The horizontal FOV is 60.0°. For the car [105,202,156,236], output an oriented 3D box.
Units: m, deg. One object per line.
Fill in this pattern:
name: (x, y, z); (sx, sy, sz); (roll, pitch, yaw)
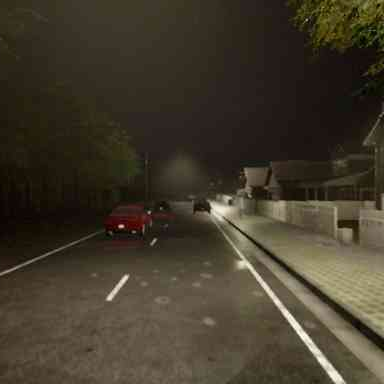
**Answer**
car: (-3.400, 1.508, 18.506); (1.882, 1.535, 5.008); (0, 0, 0)

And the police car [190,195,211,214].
police car: (1.050, 1.490, 36.145); (1.930, 1.638, 5.238); (0, 0, 0)

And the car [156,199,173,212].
car: (-3.395, 1.574, 39.215); (1.837, 1.490, 4.892); (0, 0, 0)

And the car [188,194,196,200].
car: (-0.002, 1.329, 88.852); (2.033, 1.411, 5.357); (0, 0, 0)

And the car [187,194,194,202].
car: (0.002, 1.432, 71.418); (1.994, 1.385, 4.181); (0, 0, 0)
